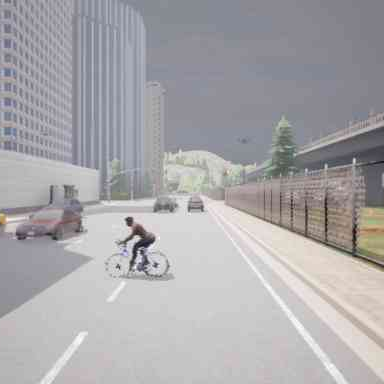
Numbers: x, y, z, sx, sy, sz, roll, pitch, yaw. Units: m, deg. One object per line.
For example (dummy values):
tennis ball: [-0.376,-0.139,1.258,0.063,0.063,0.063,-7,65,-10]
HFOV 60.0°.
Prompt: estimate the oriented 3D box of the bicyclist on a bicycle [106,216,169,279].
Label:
bicyclist on a bicycle: [-1.437,1.453,8.623,1.656,1.620,0.582,-2,0,0]

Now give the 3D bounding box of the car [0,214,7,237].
car: [-10.475,1.477,15.055,1.882,1.535,5.008,0,0,0]

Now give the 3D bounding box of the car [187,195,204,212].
car: [0.431,1.491,39.121,2.128,1.511,4.902,0,0,0]

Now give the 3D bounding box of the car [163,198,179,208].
car: [-3.039,1.600,48.256,1.895,1.301,4.718,0,0,1]

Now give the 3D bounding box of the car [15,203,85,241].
car: [-6.943,1.525,16.729,1.812,1.442,4.674,0,0,1]

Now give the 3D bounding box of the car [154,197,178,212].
car: [-3.102,1.353,38.173,2.097,1.767,4.553,0,0,1]

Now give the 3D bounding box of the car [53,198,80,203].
car: [-10.357,1.351,26.862,2.097,1.767,4.553,0,0,1]

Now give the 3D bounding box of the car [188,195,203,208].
car: [0.517,1.351,49.419,2.097,1.767,4.553,0,0,1]
